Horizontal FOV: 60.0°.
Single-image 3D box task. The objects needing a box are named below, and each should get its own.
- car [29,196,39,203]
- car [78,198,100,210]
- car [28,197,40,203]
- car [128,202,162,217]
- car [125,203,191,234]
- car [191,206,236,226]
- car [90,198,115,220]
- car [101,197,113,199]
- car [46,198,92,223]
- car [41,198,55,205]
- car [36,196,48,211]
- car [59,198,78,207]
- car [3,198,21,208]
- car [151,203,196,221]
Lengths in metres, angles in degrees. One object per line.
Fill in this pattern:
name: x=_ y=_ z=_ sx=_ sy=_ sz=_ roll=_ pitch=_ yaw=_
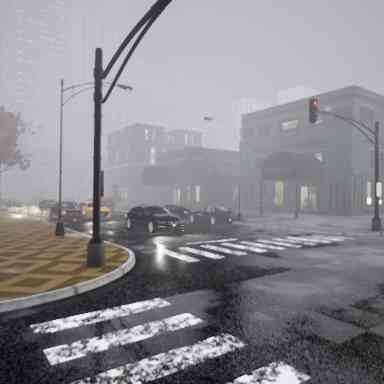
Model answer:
car: x=-37.172 y=1.776 z=80.299 sx=2.192 sy=1.841 sz=5.009 roll=1 pitch=-1 yaw=-35
car: x=-15.019 y=1.714 z=48.377 sx=1.967 sy=1.590 sz=4.097 roll=1 pitch=-1 yaw=-35
car: x=-40.332 y=2.040 z=84.861 sx=2.008 sy=1.369 sz=4.403 roll=1 pitch=-1 yaw=-35
car: x=-4.834 y=1.772 z=33.796 sx=1.802 sy=1.307 sz=4.206 roll=1 pitch=-1 yaw=-35
car: x=-2.348 y=1.551 z=19.803 sx=1.837 sy=1.490 sz=4.892 roll=1 pitch=-1 yaw=-35
car: x=1.405 y=1.690 z=24.782 sx=2.008 sy=1.369 sz=4.403 roll=1 pitch=-1 yaw=-35
car: x=-8.626 y=1.576 z=28.884 sx=1.882 sy=1.535 sz=5.008 roll=1 pitch=-1 yaw=-35
car: x=-11.832 y=1.562 z=43.832 sx=2.192 sy=1.841 sz=5.009 roll=1 pitch=-1 yaw=-35
car: x=-9.420 y=1.488 z=25.246 sx=1.967 sy=1.590 sz=4.097 roll=1 pitch=-1 yaw=-35
car: x=-30.952 y=1.933 z=71.308 sx=1.752 sy=1.417 sz=4.829 roll=1 pitch=-1 yaw=-35
car: x=-18.461 y=1.658 z=43.169 sx=1.882 sy=1.535 sz=5.008 roll=1 pitch=-1 yaw=-34
car: x=-21.378 y=1.766 z=57.475 sx=1.967 sy=1.590 sz=4.097 roll=1 pitch=-1 yaw=-35
car: x=-28.171 y=1.733 z=52.565 sx=1.752 sy=1.417 sz=4.829 roll=1 pitch=-1 yaw=-35
car: x=-1.715 y=1.730 z=29.290 sx=1.947 sy=1.339 sz=4.313 roll=1 pitch=-1 yaw=-35
